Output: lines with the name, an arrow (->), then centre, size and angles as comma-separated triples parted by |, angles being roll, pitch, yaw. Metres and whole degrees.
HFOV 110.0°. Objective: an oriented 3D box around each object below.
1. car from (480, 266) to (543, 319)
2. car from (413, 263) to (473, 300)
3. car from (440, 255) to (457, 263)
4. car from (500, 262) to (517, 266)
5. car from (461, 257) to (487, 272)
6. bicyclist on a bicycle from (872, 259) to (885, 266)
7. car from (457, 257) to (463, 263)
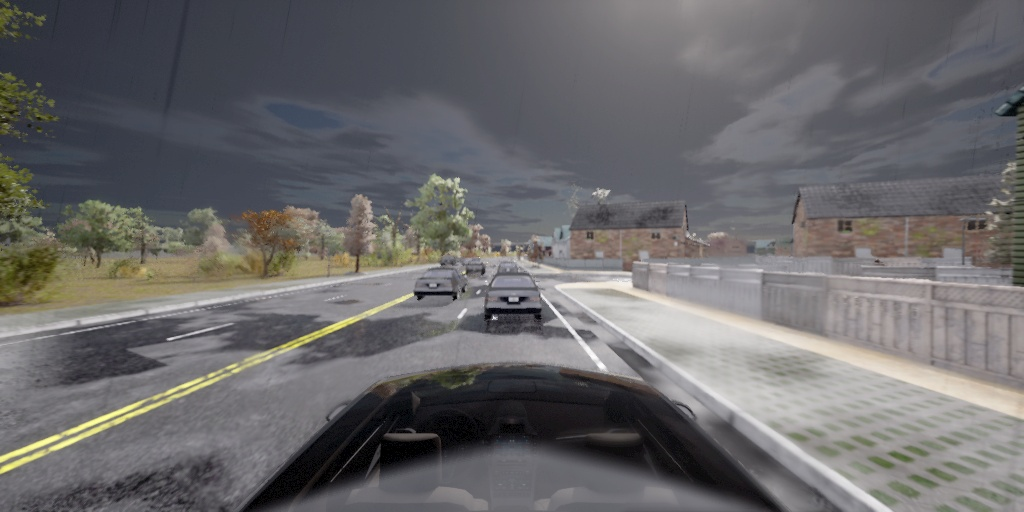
car -> 0.015, 1.268, 12.656 | 2.033, 1.411, 5.357 | 0, 0, -1
car -> -3.306, 1.257, 17.332 | 2.033, 1.411, 5.357 | 0, 0, -1
car -> -10.841, 0.797, 61.379 | 2.150, 2.045, 5.566 | 0, 0, -1
car -> -0.352, 1.211, 32.291 | 2.033, 1.411, 5.357 | 0, 0, -1
car -> -3.707, 1.142, 37.370 | 2.128, 1.511, 4.902 | 0, 0, -1
bicyclist on a bicycle -> 18.135, 0.998, 17.759 | 0.582, 1.620, 1.656 | 0, 1, 30
car -> -7.598, 1.066, 61.500 | 2.128, 1.511, 4.902 | 0, 0, -1
